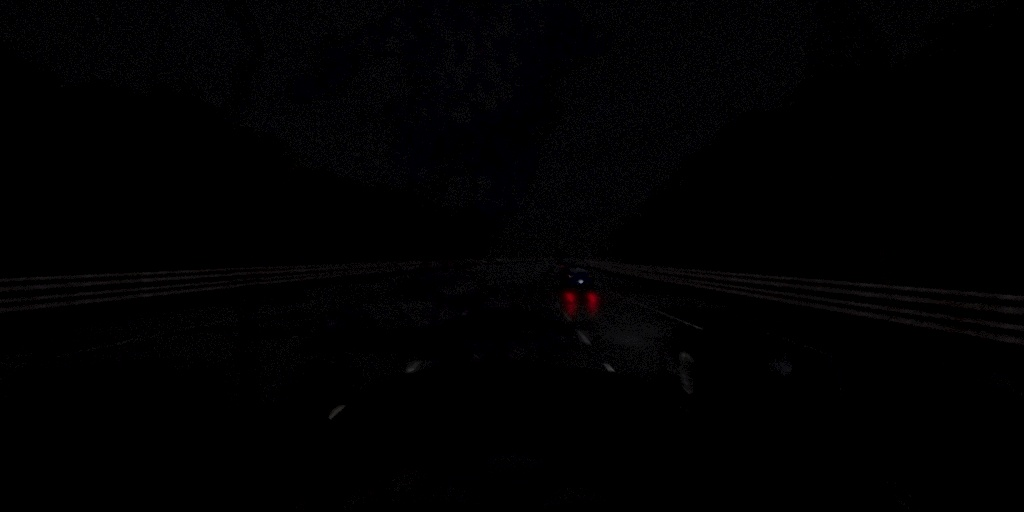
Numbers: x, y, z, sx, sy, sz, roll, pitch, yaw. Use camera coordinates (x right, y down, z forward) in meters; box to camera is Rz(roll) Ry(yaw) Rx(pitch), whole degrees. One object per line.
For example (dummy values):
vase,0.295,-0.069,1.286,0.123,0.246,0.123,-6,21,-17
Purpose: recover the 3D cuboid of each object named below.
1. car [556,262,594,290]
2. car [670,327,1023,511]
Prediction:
car,4.111,1.313,23.128,1.812,1.442,4.674,0,0,3
car,3.357,1.374,3.592,1.895,1.301,4.718,0,0,2
